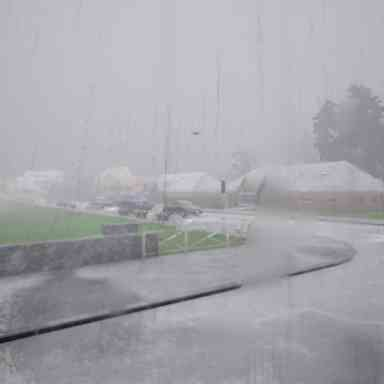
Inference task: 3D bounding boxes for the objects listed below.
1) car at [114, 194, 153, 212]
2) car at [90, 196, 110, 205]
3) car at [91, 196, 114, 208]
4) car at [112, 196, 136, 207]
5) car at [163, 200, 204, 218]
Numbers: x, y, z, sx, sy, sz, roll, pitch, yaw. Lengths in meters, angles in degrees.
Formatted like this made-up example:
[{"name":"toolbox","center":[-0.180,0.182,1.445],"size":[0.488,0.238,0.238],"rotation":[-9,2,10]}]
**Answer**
[{"name":"car","center":[-6.692,1.232,38.829],"size":[2.150,2.045,5.566],"rotation":[0,0,-36]},{"name":"car","center":[-16.454,1.492,59.559],"size":[1.882,1.535,5.008],"rotation":[0,0,-36]},{"name":"car","center":[-12.592,1.576,47.151],"size":[1.994,1.385,4.181],"rotation":[0,0,-35]},{"name":"car","center":[-10.523,1.493,51.330],"size":[1.882,1.535,5.008],"rotation":[0,0,-35]},{"name":"car","center":[-0.884,1.518,30.691],"size":[1.837,1.490,4.892],"rotation":[0,0,-36]}]
